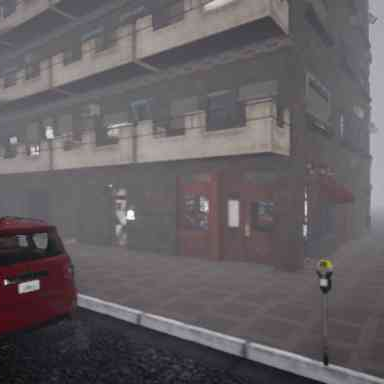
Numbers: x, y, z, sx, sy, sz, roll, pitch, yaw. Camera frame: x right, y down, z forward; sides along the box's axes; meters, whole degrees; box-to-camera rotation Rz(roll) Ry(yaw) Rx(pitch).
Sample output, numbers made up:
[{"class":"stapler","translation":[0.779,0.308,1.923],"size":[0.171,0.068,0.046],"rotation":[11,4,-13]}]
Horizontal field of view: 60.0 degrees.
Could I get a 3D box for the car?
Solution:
[{"class":"car","translation":[-4.107,1.353,5.808],"size":[5.009,1.841,2.192],"rotation":[0,0,36]}]
